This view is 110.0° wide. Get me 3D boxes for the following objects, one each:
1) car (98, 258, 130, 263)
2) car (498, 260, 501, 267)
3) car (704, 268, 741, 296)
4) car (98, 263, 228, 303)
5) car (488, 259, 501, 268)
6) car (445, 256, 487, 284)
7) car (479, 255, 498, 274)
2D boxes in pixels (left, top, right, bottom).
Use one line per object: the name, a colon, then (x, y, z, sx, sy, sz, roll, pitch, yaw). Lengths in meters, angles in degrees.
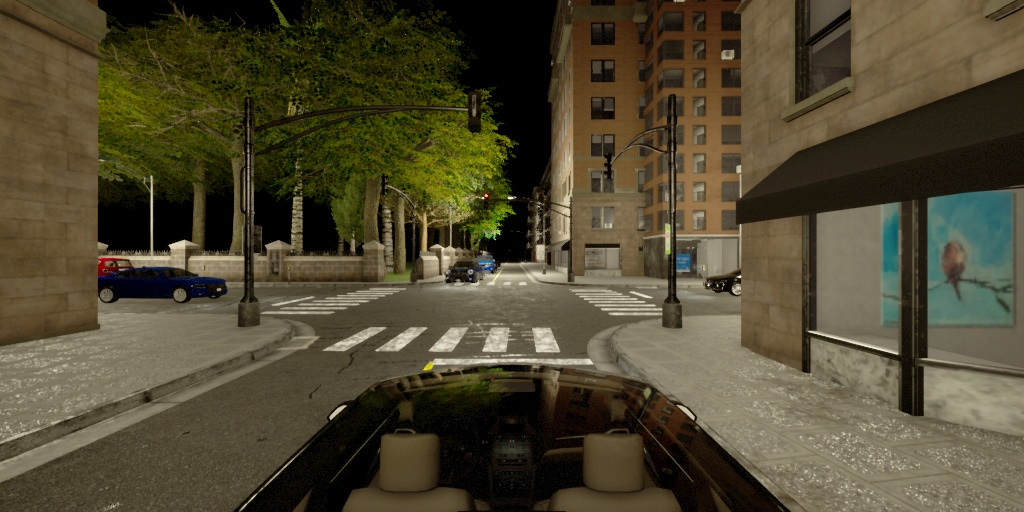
car: (-25.923, 1.035, 21.800, 5.009, 1.841, 2.192, 0, 0, 1)
car: (-3.024, 1.173, 51.106, 1.882, 1.535, 5.008, 0, 0, 0)
car: (12.689, 1.271, 18.705, 4.892, 1.490, 1.837, 0, 0, 1)
car: (-15.472, 1.212, 15.883, 5.008, 1.535, 1.882, 0, 0, 0)
car: (-2.978, 1.238, 61.843, 1.994, 1.385, 4.181, 0, 0, 0)
car: (-3.435, 1.092, 26.566, 2.097, 1.767, 4.553, 0, 0, 6)
car: (-3.046, 0.942, 40.036, 2.150, 2.045, 5.566, 0, 0, 0)
